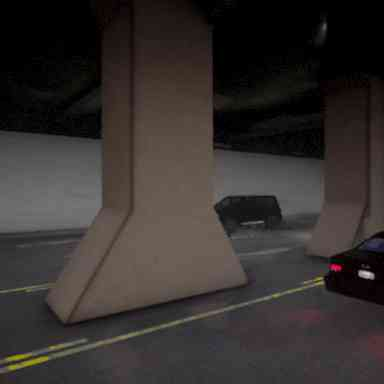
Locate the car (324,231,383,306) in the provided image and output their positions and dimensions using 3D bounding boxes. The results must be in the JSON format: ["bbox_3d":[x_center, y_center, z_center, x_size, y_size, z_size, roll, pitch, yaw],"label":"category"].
[{"bbox_3d":[5.164,1.530,7.444,5.357,1.411,2.033,0,0,-36],"label":"car"}]

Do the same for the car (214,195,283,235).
[{"bbox_3d":[2.737,1.195,18.854,5.566,2.045,2.150,0,0,-36],"label":"car"}]
